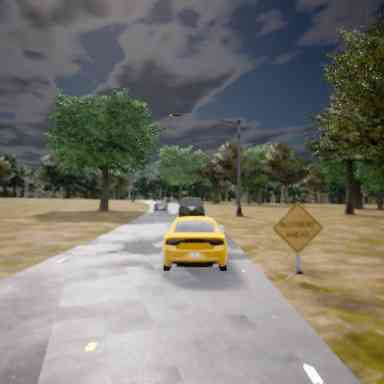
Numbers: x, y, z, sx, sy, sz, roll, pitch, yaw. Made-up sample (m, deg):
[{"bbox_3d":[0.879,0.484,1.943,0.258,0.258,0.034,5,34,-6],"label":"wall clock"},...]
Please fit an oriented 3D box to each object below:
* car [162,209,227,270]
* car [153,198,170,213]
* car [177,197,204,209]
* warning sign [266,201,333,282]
[{"bbox_3d":[0.098,1.569,11.457,1.882,1.535,5.008,0,0,1],"label":"car"},{"bbox_3d":[-4.029,1.875,43.410,2.128,1.511,4.902,0,-1,-4],"label":"car"},{"bbox_3d":[-0.096,1.468,28.951,2.150,2.045,5.566,0,-1,-2],"label":"car"},{"bbox_3d":[2.658,1.182,8.383,1.300,1.860,1.060,-1,-1,0],"label":"warning sign"}]
